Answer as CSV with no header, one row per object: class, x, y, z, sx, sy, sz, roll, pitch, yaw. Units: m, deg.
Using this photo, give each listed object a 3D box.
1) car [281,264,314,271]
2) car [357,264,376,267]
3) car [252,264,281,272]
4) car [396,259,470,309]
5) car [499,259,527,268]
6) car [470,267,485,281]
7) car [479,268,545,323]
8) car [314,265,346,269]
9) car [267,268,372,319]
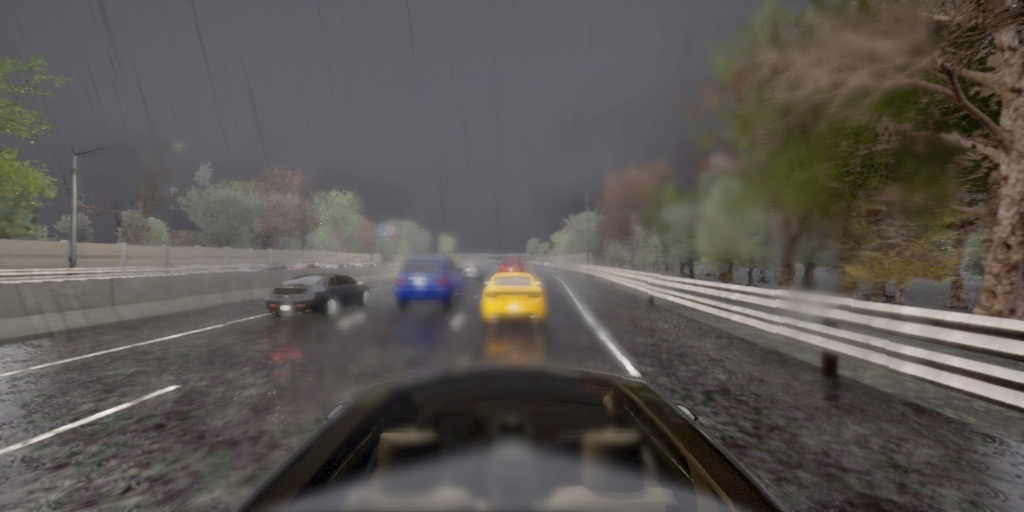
car,-24.590,1.718,42.650,1.882,1.535,5.008,0,-1,0
car,-17.592,1.750,42.965,1.837,1.490,4.892,0,-1,0
car,-28.018,1.719,41.724,2.128,1.511,4.902,0,-1,-1
car,-3.408,1.139,16.015,2.150,2.045,5.566,0,-1,0
car,0.092,1.323,31.255,2.150,2.045,5.566,0,-1,0
car,-3.409,1.681,32.604,1.994,1.385,4.181,0,-1,0
car,0.085,1.356,12.713,1.882,1.535,5.008,0,-1,0
car,-21.089,1.767,42.675,1.812,1.442,4.674,0,-1,0
car,-6.913,1.392,13.462,1.837,1.490,4.892,0,0,0
